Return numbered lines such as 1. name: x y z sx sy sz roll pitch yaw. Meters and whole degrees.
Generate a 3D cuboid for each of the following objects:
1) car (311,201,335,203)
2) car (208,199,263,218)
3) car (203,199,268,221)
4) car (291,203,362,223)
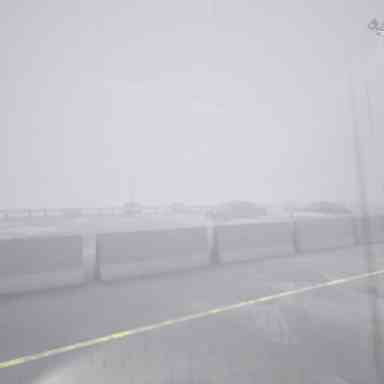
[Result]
1. car: 9.984 1.483 26.042 4.902 1.511 2.128 0 0 -27
2. car: 4.048 1.477 30.815 4.892 1.490 1.837 0 0 -28
3. car: 3.596 1.523 26.637 5.357 1.411 2.033 0 0 -29
4. car: 8.702 1.595 21.442 4.718 1.301 1.895 0 0 -28
